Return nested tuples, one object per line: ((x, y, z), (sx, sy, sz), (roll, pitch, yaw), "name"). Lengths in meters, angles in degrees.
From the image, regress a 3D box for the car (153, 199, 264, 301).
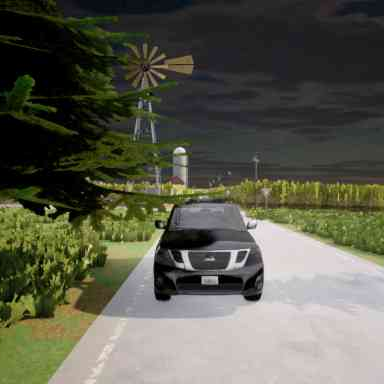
((0.334, 1.221, 8.691), (2.150, 2.045, 5.566), (0, 0, 0), "car")
